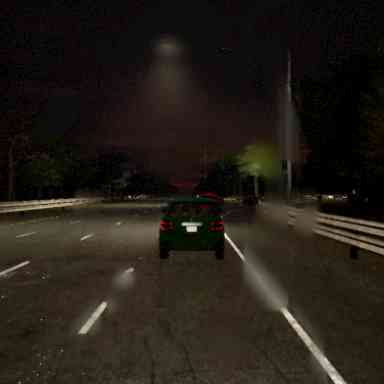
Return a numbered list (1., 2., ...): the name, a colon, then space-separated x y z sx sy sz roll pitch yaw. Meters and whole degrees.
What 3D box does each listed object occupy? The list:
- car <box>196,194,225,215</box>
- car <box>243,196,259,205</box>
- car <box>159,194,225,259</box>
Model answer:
1. car: 2.093 1.227 35.493 2.150 2.045 5.566 0 0 13
2. car: 10.158 1.549 57.111 1.837 1.490 4.892 -1 -1 28
3. car: -0.002 1.224 12.811 2.150 2.045 5.566 0 0 0
